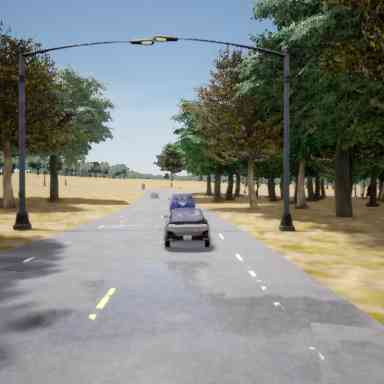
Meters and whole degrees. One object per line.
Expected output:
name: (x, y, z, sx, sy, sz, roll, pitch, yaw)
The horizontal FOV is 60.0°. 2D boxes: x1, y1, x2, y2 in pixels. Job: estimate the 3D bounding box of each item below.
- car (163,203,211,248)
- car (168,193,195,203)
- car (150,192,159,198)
car: (-0.234, 1.461, 14.755, 2.128, 1.511, 4.902, 0, 0, -2)
car: (-0.915, 1.105, 29.822, 2.150, 2.045, 5.566, 0, 0, -3)
car: (-8.588, 0.680, 76.365, 2.033, 1.411, 5.357, 0, 2, -6)
